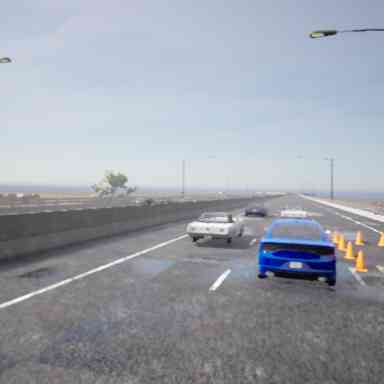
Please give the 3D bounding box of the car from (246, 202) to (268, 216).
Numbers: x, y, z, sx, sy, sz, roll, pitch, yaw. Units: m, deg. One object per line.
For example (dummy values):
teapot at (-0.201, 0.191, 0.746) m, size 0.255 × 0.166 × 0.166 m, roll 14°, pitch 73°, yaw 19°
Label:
car at (6.488, 1.717, 33.168) m, size 1.994 × 1.385 × 4.181 m, roll 1°, pitch 0°, yaw 17°

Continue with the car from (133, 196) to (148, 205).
car at (-7.034, 1.339, 49.464) m, size 2.128 × 1.511 × 4.902 m, roll 1°, pitch 0°, yaw 17°

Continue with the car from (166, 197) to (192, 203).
car at (-1.251, 1.469, 44.465) m, size 2.128 × 1.511 × 4.902 m, roll 1°, pitch 0°, yaw 17°

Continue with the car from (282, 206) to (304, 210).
car at (8.456, 1.798, 27.612) m, size 1.895 × 1.301 × 4.718 m, roll 1°, pitch 0°, yaw 17°

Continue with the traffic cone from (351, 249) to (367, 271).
traffic cone at (5.138, 2.075, 10.136) m, size 0.340 × 0.580 × 0.340 m, roll 1°, pitch 0°, yaw 17°

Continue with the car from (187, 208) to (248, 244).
car at (1.331, 1.636, 16.195) m, size 1.895 × 1.301 × 4.718 m, roll 1°, pitch 0°, yaw 17°

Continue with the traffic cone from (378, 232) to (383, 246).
traffic cone at (8.795, 2.159, 15.296) m, size 0.340 × 0.580 × 0.340 m, roll 1°, pitch 0°, yaw 17°

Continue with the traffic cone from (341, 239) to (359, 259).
traffic cone at (5.719, 2.089, 12.051) m, size 0.340 × 0.580 × 0.340 m, roll 1°, pitch 0°, yaw 17°

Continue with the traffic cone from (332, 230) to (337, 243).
traffic cone at (6.882, 2.116, 15.877) m, size 0.340 × 0.580 × 0.340 m, roll 1°, pitch 0°, yaw 17°

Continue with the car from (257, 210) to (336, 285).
car at (3.120, 1.551, 10.038) m, size 1.882 × 1.535 × 5.008 m, roll 1°, pitch 0°, yaw 17°

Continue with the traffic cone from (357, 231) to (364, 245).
traffic cone at (7.838, 2.137, 15.587) m, size 0.340 × 0.580 × 0.340 m, roll 1°, pitch 0°, yaw 17°

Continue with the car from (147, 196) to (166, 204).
car at (-4.101, 1.418, 47.111) m, size 1.837 × 1.490 × 4.892 m, roll 1°, pitch 0°, yaw 17°

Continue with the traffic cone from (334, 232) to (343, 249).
traffic cone at (6.300, 2.102, 13.964) m, size 0.340 × 0.580 × 0.340 m, roll 1°, pitch 0°, yaw 17°
